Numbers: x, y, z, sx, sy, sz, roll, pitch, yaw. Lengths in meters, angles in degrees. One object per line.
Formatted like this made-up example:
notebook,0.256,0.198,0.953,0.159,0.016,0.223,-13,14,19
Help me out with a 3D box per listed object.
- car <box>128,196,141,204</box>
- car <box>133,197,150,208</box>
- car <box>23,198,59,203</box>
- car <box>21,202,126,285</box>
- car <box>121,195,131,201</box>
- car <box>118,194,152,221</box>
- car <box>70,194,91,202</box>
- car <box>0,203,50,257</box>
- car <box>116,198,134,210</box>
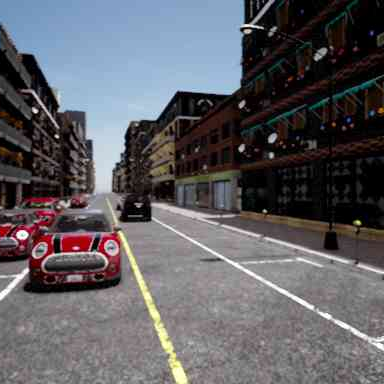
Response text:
car,-10.076,1.398,58.030,1.887,1.381,4.507,0,0,-15
car,-7.239,1.409,47.296,1.752,1.417,4.829,0,0,-15
car,-8.096,1.259,17.748,2.192,1.841,5.009,0,0,-15
car,-3.139,1.325,9.568,2.097,1.767,4.553,0,0,-14
car,-15.836,1.341,79.826,2.008,1.369,4.403,0,0,-15
car,-4.551,1.153,26.880,2.150,2.045,5.566,0,0,-14
car,-15.297,1.184,44.994,2.192,1.841,5.009,0,0,-15
car,-6.658,1.399,12.299,1.967,1.590,4.097,0,0,-15
car,-8.422,1.494,41.528,1.895,1.301,4.718,0,0,-15
